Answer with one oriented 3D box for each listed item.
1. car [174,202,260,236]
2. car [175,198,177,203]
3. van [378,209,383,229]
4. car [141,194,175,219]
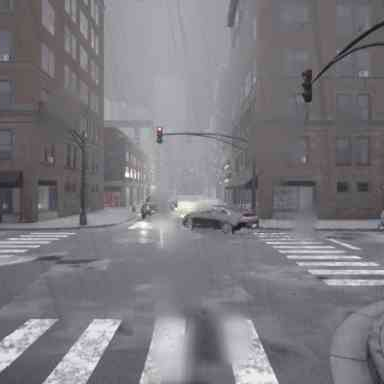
[{"bbox_3d":[1.522,1.509,18.754,2.128,1.511,4.902,-1,1,-43],"label":"car"},{"bbox_3d":[-3.088,1.563,39.497,1.812,1.442,4.674,0,0,0],"label":"car"},{"bbox_3d":[12.062,1.366,17.437,3.998,1.788,1.690,0,0,0],"label":"van"},{"bbox_3d":[-3.076,1.249,29.824,2.150,2.045,5.566,0,0,2],"label":"car"}]
